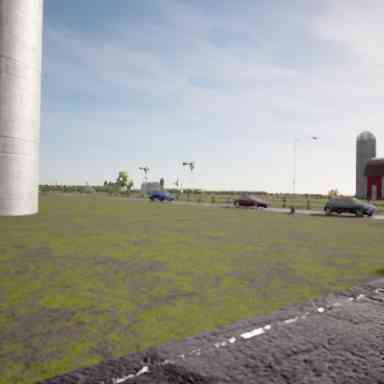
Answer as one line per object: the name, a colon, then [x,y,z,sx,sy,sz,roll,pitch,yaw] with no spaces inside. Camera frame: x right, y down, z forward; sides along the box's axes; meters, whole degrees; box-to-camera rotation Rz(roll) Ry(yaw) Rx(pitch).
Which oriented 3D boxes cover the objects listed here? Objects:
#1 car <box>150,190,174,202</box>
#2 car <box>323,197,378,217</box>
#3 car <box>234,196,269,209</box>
car: [-5.398,0.671,59.137,2.150,2.045,5.566,2,0,-36]
car: [14.796,1.301,31.080,2.097,1.767,4.553,2,0,-36]
car: [7.360,1.244,41.350,1.882,1.535,5.008,2,0,-36]
